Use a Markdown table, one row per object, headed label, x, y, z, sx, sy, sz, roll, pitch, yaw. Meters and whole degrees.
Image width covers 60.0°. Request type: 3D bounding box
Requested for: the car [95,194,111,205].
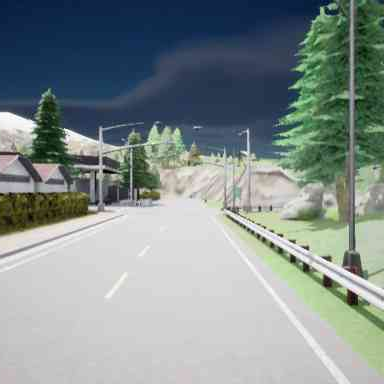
| label | x | y | z | sx | sy | sz | roll | pitch | yaw |
| --- | --- | --- | --- | --- | --- | --- | --- | --- | --- |
| car | -14.525 | 1.229 | 54.820 | 1.905 | 1.878 | 3.866 | 0 | 0 | -1 |
